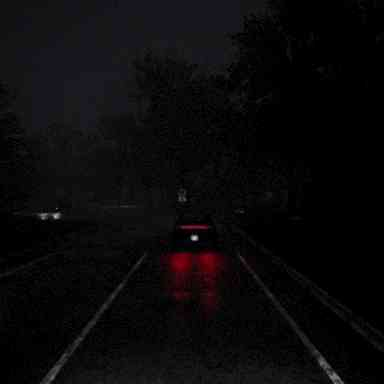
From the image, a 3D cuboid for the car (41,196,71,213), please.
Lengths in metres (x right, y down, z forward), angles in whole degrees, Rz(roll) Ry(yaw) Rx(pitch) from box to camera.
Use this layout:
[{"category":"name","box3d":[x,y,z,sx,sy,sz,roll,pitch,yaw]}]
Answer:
[{"category":"car","box3d":[-17.540,1.557,43.301,2.150,2.045,5.566,-1,0,-1]}]

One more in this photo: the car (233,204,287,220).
[{"category":"car","box3d":[6.470,1.786,30.608,5.357,1.411,2.033,0,0,-19]}]

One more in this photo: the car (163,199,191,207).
[{"category":"car","box3d":[-2.703,1.957,59.981,4.902,1.511,2.128,0,-1,-2]}]

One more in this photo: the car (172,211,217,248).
[{"category":"car","box3d":[0.101,1.612,15.470,2.128,1.511,4.902,0,0,0]}]
